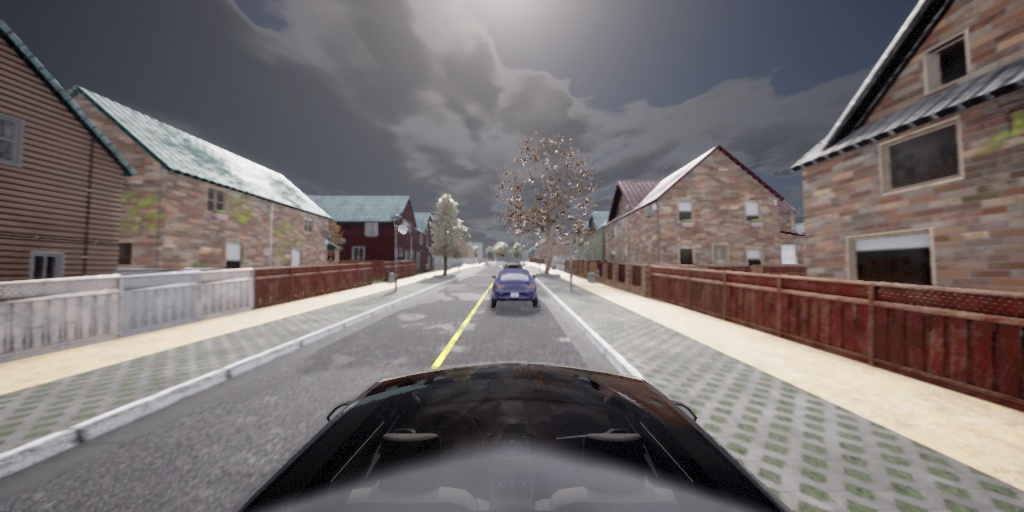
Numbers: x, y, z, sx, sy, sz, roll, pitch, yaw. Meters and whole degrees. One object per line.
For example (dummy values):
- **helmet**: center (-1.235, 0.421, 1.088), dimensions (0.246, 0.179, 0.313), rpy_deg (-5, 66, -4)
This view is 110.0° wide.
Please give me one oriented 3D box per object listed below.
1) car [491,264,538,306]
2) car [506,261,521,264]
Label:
- **car**: center (0.100, 1.253, 15.382), dimensions (1.812, 1.442, 4.674), rpy_deg (0, 0, 0)
- **car**: center (0.100, 1.217, 34.511), dimensions (1.837, 1.490, 4.892), rpy_deg (0, 0, 0)
